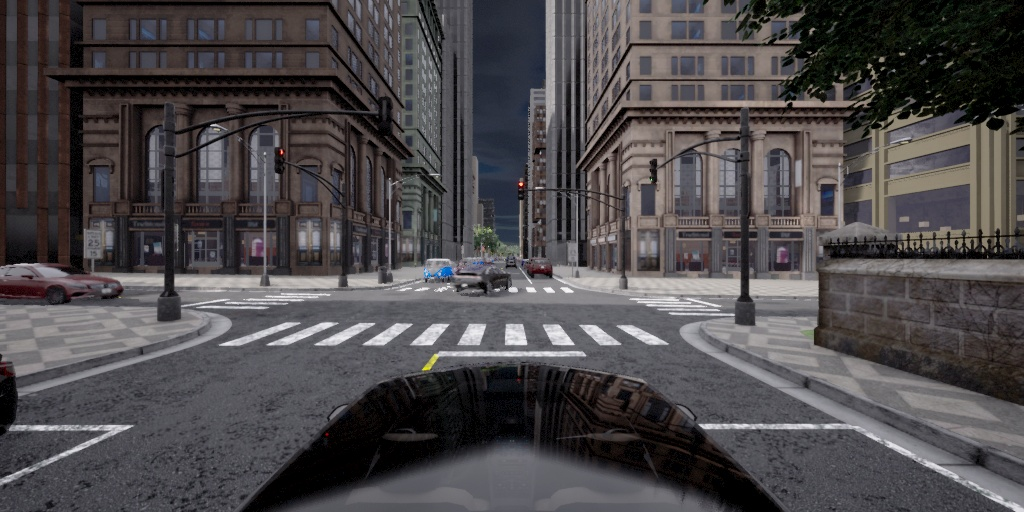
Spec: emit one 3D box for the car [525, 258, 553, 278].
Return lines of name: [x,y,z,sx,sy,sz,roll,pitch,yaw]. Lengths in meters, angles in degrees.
car: [2.678,1.085,33.860,2.192,1.841,5.009,0,0,0]

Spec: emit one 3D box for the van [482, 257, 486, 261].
van: [-5.919,1.151,61.035,1.690,1.789,3.998,0,0,0]

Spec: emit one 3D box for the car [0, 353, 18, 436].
car: [-5.762,1.316,1.732,1.948,1.339,4.313,0,0,0]

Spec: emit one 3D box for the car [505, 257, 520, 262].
car: [-0.099,1.312,59.049,1.837,1.490,4.892,0,0,1]

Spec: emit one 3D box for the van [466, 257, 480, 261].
van: [-5.890,1.134,50.153,1.690,1.789,3.998,0,0,0]

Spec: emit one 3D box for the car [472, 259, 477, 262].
car: [-5.876,1.351,44.711,1.948,1.339,4.313,0,0,0]

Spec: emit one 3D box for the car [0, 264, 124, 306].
car: [-17.721,1.027,13.610,4.674,1.442,1.812,1,0,0]

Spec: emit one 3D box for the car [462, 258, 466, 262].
car: [-5.847,1.210,33.829,1.967,1.591,4.097,0,0,0]

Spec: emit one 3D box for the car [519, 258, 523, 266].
car: [2.621,1.352,55.623,2.007,1.370,4.403,0,0,0]

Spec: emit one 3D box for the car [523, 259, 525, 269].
car: [2.664,1.092,39.301,2.192,1.841,5.009,0,0,0]

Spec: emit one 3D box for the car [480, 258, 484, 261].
car: [-5.904,1.347,55.594,1.888,1.381,4.507,0,0,0]

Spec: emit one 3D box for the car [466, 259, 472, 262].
car: [-5.861,1.322,39.270,1.888,1.381,4.507,0,0,0]

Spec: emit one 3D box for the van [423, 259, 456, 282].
van: [-5.833,1.105,28.389,1.690,1.789,3.998,0,0,0]

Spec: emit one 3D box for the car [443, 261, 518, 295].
car: [-1.536,1.253,20.058,2.128,1.511,4.902,1,0,20]
